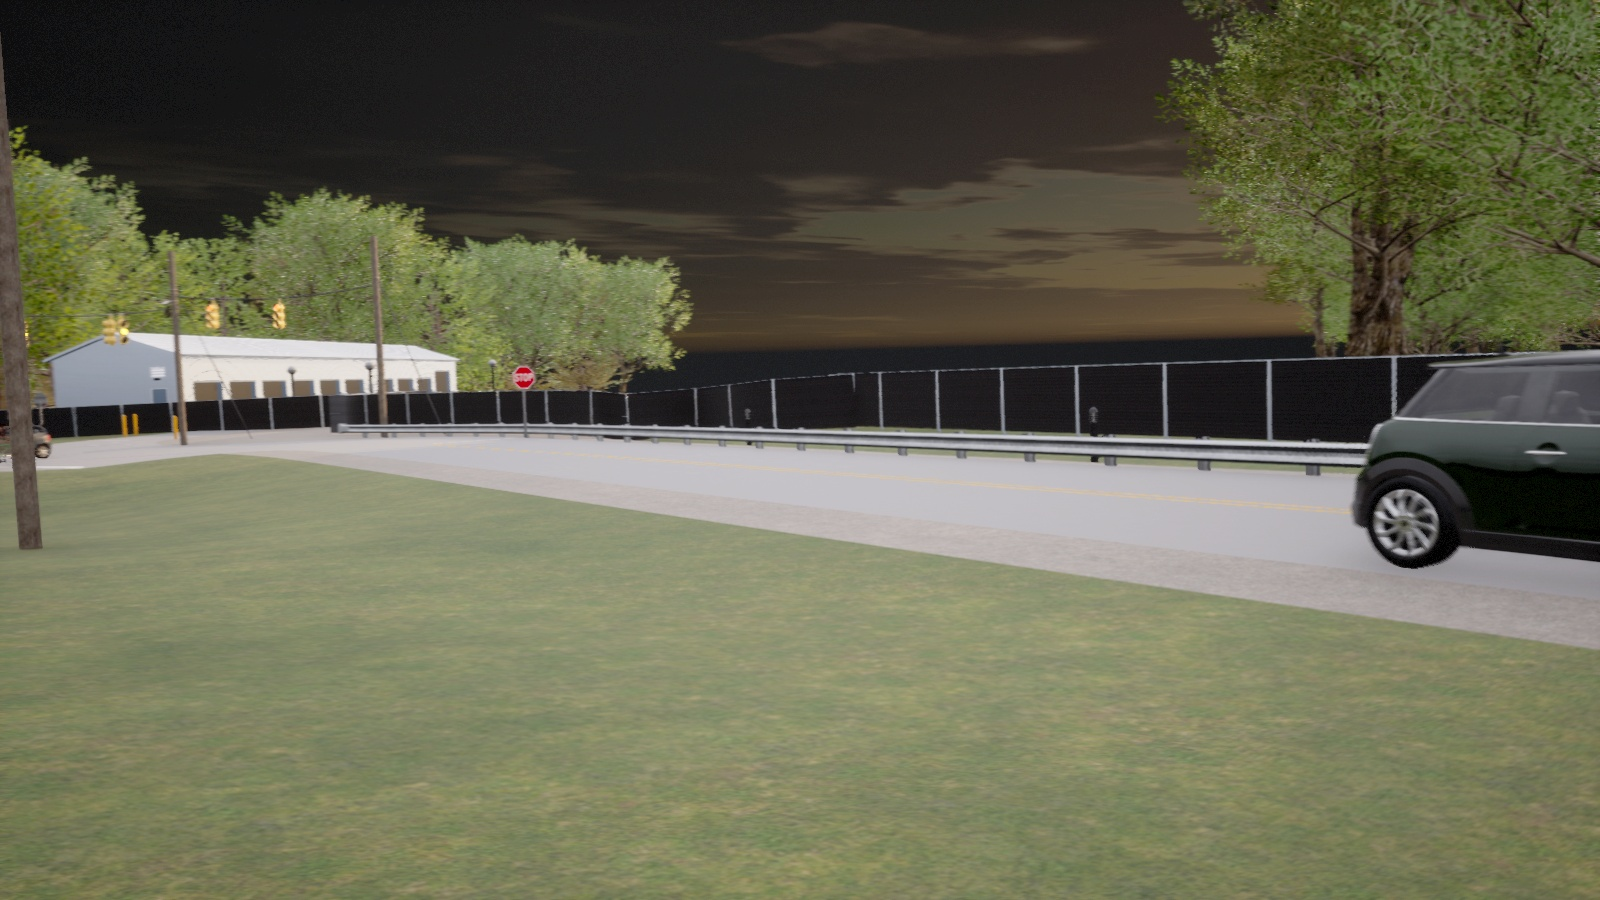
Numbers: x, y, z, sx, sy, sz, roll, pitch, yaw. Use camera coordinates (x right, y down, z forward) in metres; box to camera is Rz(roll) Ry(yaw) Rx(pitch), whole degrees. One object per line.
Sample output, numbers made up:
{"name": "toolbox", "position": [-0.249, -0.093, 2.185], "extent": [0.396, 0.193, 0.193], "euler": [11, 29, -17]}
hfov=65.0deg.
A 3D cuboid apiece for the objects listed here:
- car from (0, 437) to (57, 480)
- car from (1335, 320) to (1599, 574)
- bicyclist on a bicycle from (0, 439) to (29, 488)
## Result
{"name": "car", "position": [-32.471, 0.458, 50.797], "extent": [1.789, 1.549, 3.705], "euler": [-5, 3, 20]}
{"name": "car", "position": [6.549, -0.098, 9.014], "extent": [2.097, 1.767, 4.553], "euler": [-6, 4, -32]}
{"name": "bicyclist on a bicycle", "position": [-27.856, 0.480, 43.601], "extent": [0.582, 1.620, 1.656], "euler": [0, 5, 32]}
